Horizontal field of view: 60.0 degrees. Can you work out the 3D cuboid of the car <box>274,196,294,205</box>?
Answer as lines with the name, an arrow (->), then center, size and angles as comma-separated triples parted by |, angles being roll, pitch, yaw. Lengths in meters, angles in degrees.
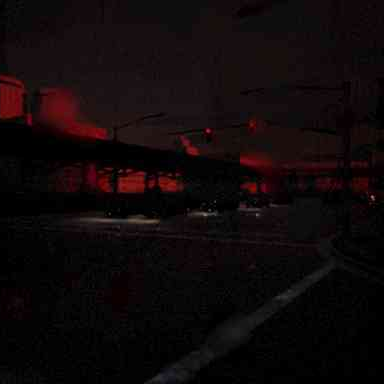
car -> 14.850, 1.313, 53.734 | 2.033, 1.411, 5.357 | 0, 1, 36

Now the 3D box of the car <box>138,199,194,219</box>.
car -> -2.224, 1.558, 29.836 | 1.837, 1.490, 4.892 | 0, 0, 35

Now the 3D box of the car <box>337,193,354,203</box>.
car -> 27.182, 1.061, 58.899 | 1.882, 1.535, 5.008 | 0, 1, 35

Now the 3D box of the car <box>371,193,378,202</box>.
car -> 31.481, 0.892, 58.731 | 2.097, 1.767, 4.553 | 0, 1, 35

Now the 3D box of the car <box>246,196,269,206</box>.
car -> 10.596, 1.411, 53.822 | 1.895, 1.301, 4.718 | 0, 1, 36

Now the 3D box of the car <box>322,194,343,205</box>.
car -> 21.362, 1.079, 50.724 | 2.097, 1.767, 4.553 | 0, 1, 35

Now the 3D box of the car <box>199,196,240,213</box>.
car -> 3.427, 1.546, 37.771 | 2.033, 1.411, 5.357 | 0, 0, 36

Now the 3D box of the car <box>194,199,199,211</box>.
car -> -0.508, 1.513, 38.278 | 2.128, 1.511, 4.902 | 0, 0, 36

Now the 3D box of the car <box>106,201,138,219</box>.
car -> -5.821, 1.599, 30.822 | 1.812, 1.442, 4.674 | 0, 0, 35

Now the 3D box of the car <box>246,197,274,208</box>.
car -> 9.083, 1.425, 45.703 | 1.812, 1.442, 4.674 | 0, 1, 36

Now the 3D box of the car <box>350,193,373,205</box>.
car -> 25.685, 1.283, 50.588 | 1.895, 1.301, 4.718 | 0, 1, 35
